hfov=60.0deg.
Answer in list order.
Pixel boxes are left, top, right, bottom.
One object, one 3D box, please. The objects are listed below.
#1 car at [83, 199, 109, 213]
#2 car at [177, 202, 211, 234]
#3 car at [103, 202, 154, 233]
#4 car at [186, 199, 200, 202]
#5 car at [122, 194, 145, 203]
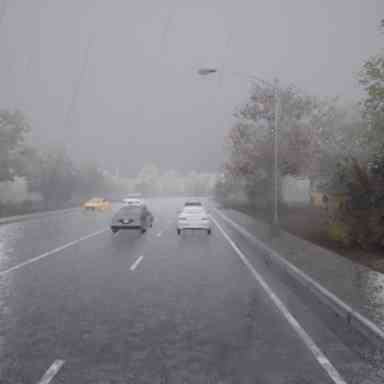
[{"bbox_3d":[-10.586,1.473,37.027,1.882,1.535,5.008,0,0,0],"label":"car"},{"bbox_3d":[0.103,1.524,19.276,1.812,1.442,4.674,0,0,0],"label":"car"},{"bbox_3d":[-3.397,1.545,19.624,2.033,1.411,5.357,0,0,0],"label":"car"},{"bbox_3d":[0.102,1.474,37.126,1.882,1.535,5.008,0,0,0],"label":"car"},{"bbox_3d":[-7.083,1.218,40.823,2.150,2.045,5.566,0,0,0],"label":"car"}]
